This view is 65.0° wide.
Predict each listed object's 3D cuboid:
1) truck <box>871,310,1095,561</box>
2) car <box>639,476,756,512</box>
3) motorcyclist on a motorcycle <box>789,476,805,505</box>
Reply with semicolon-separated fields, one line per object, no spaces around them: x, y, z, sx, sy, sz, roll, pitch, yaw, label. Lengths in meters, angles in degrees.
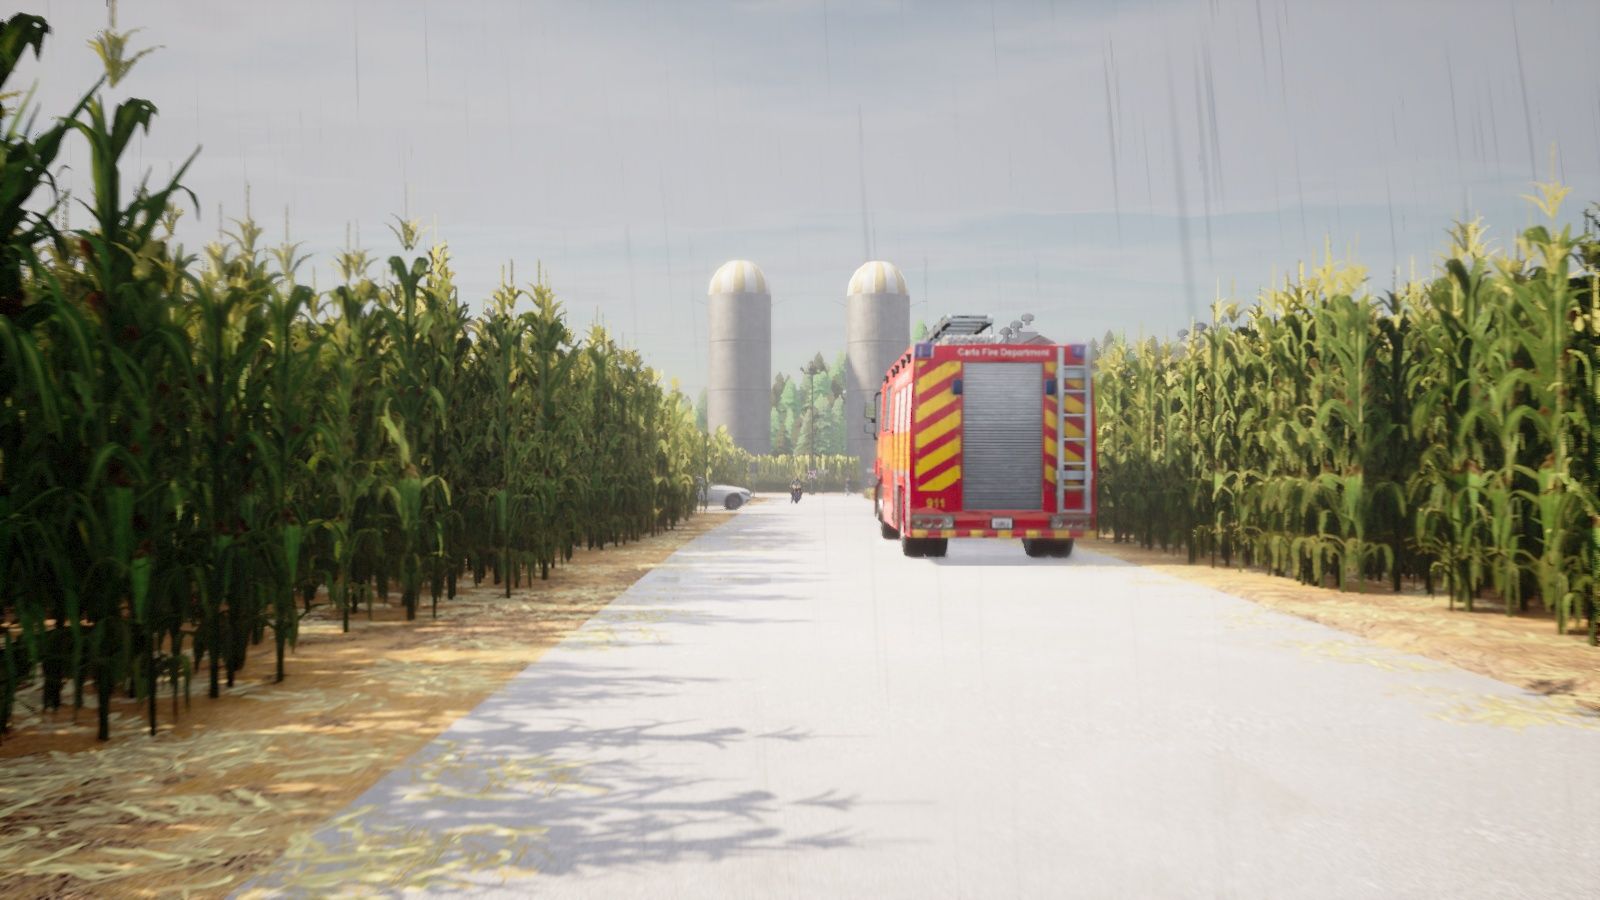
3.037;-0.158;23.431;2.891;3.827;8.468;0;-1;0;truck
-4.244;1.780;51.708;4.674;1.442;1.812;0;-1;-9;car
-0.168;2.225;69.249;0.866;1.530;2.191;0;-2;0;motorcyclist on a motorcycle
